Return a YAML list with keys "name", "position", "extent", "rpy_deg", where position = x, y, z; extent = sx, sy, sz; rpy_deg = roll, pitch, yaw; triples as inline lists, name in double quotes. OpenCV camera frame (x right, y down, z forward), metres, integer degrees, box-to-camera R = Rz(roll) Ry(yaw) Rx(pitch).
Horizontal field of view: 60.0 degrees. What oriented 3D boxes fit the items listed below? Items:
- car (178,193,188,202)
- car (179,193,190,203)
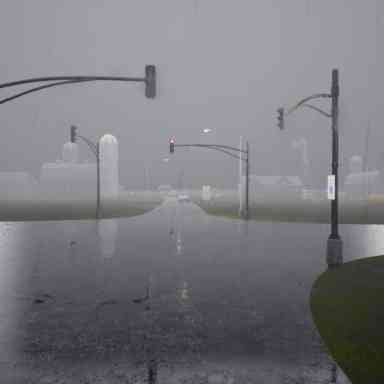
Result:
- name: "car"
  position: [-2.110, 1.193, 80.009]
  extent: [2.150, 2.045, 5.566]
  rpy_deg: [0, 0, -4]
- name: "car"
  position: [-1.524, 1.557, 69.974]
  extent: [1.812, 1.442, 4.674]
  rpy_deg: [0, 0, -3]
